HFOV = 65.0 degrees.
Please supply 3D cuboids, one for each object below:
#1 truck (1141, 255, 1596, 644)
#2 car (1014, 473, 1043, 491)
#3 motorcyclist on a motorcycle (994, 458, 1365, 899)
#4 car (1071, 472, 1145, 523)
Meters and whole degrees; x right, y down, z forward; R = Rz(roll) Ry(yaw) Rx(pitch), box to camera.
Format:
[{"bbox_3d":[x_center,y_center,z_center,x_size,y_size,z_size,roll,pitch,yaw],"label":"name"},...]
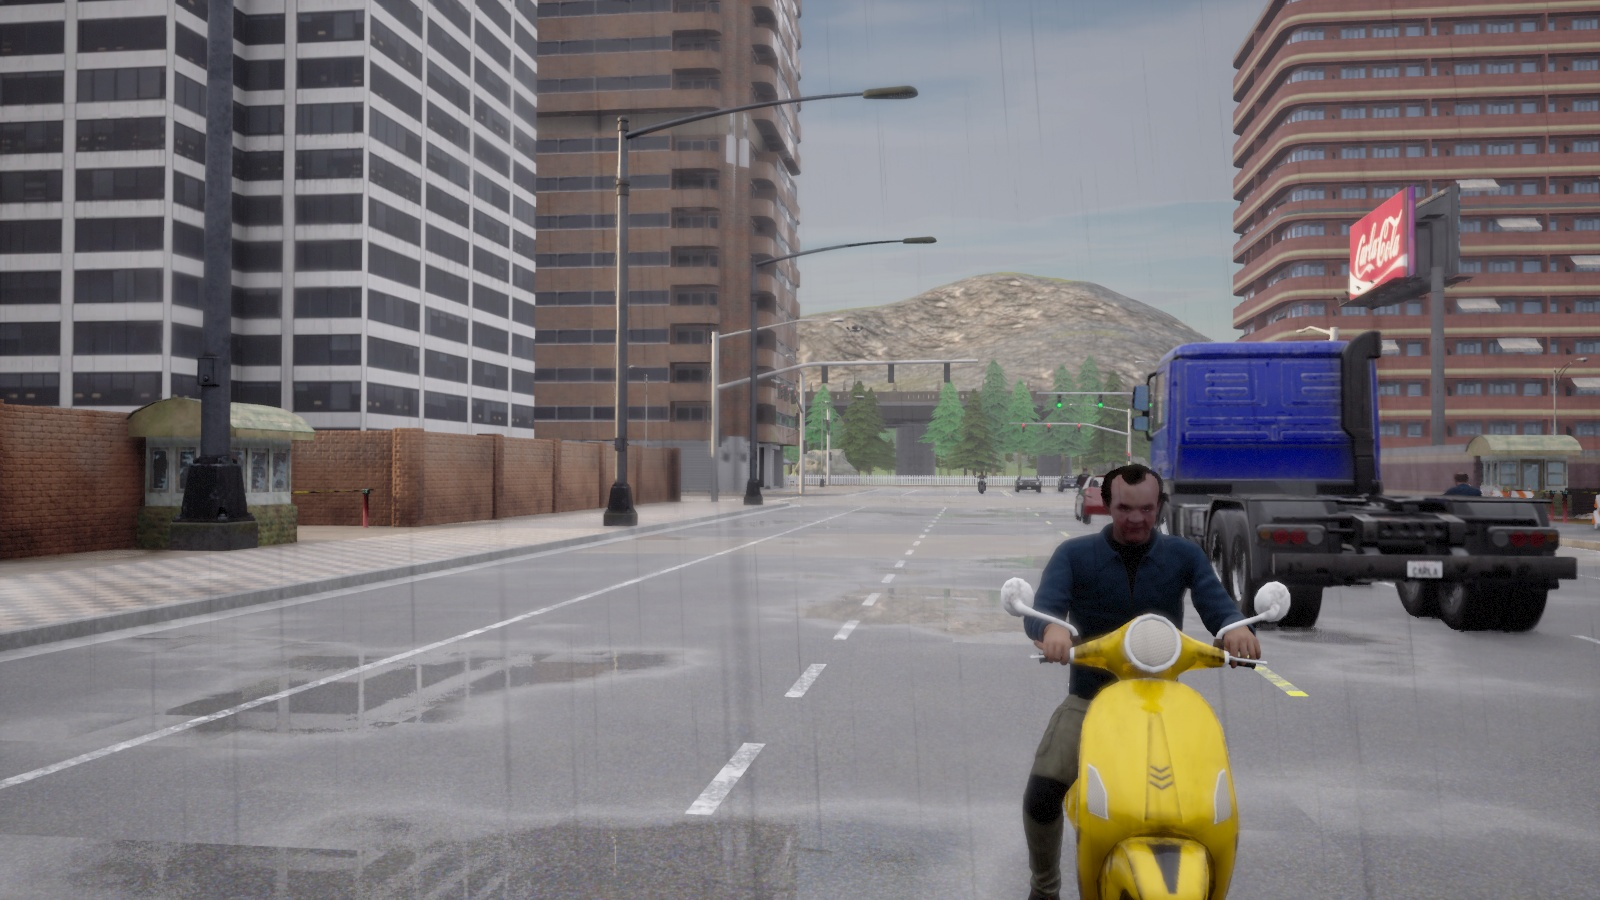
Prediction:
[{"bbox_3d":[6.175,0.064,15.301,2.891,3.462,7.936,0,-1,8],"label":"truck"},{"bbox_3d":[17.337,2.444,95.418,1.895,1.301,4.718,0,-1,8],"label":"car"},{"bbox_3d":[1.080,0.831,4.042,0.866,1.590,1.817,0,-1,8],"label":"motorcyclist on a motorcycle"},{"bbox_3d":[9.456,1.440,38.814,1.845,1.501,3.633,0,-1,8],"label":"car"}]
